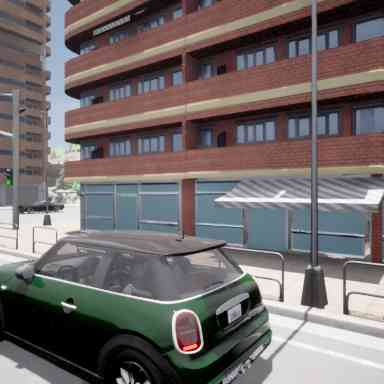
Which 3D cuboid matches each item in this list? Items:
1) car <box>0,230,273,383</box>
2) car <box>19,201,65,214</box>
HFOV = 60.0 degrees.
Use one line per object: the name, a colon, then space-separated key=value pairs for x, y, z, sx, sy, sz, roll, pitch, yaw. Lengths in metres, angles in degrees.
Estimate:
car: x=-1.261 y=1.352 z=4.892 sx=4.553 sy=1.767 sz=2.097 roll=0 pitch=0 yaw=36
car: x=-16.269 y=1.601 z=35.696 sx=1.895 sy=1.301 sz=4.718 roll=0 pitch=0 yaw=36
